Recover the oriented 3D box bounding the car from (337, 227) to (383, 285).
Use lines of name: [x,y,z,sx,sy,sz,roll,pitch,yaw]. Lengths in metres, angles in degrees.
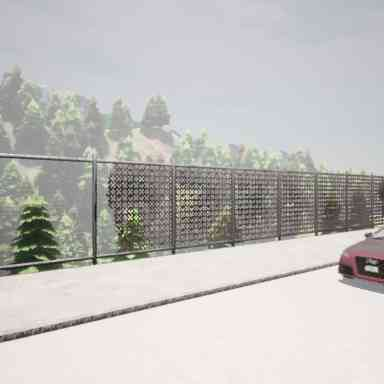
car: [5.692,1.564,8.716,4.181,1.385,1.994,0,0,-36]
